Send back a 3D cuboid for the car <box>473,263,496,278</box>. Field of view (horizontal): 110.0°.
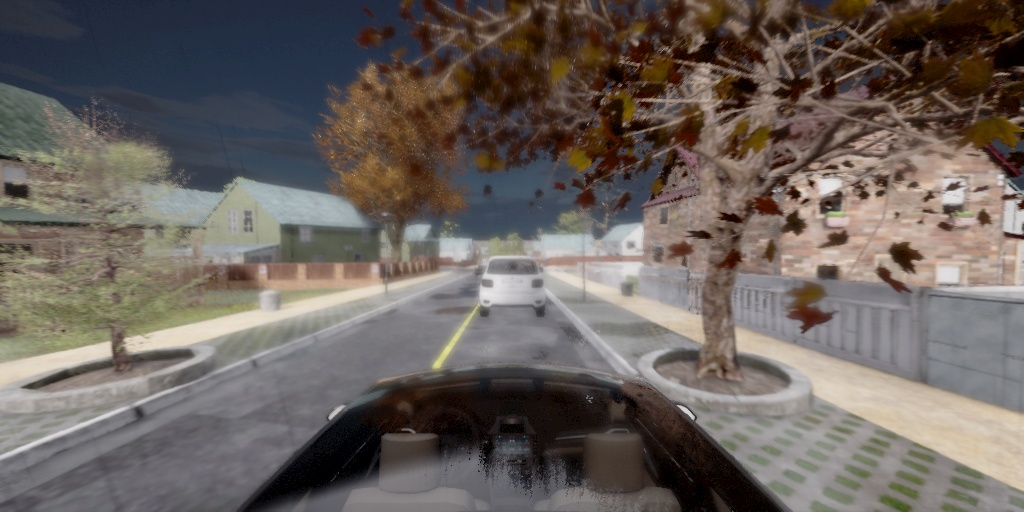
[{"bbox_3d":[-2.787,1.464,37.136,1.895,1.301,4.718,0,0,1],"label":"car"}]

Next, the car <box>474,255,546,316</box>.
[{"bbox_3d":[0.037,0.999,13.564,2.150,2.045,5.566,0,0,1],"label":"car"}]
